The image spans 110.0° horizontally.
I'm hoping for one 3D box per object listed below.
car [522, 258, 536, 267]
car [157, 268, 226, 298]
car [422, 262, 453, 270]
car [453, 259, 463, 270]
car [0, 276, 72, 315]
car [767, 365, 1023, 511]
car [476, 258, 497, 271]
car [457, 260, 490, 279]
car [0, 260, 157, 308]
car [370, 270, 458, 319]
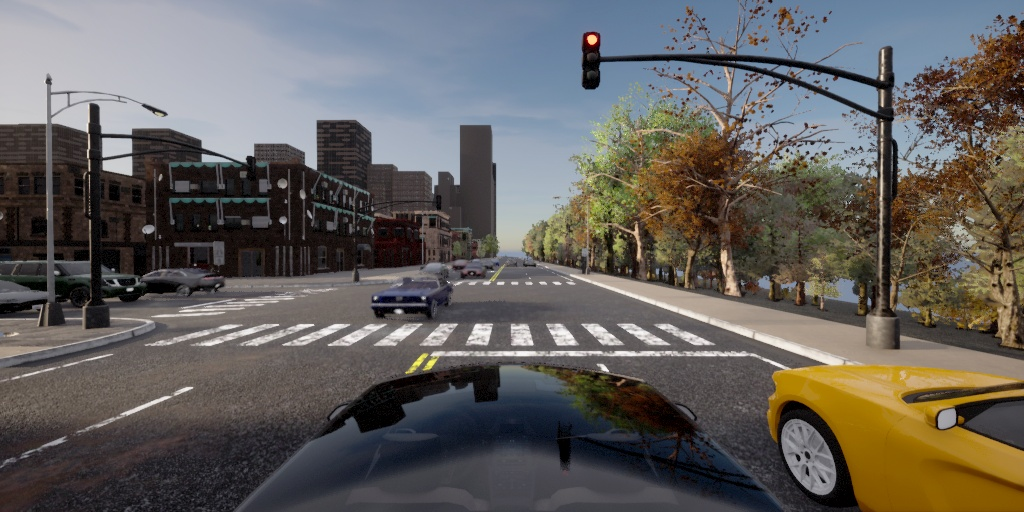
[{"bbox_3d":[3.282,1.290,64.455,1.994,1.385,4.181,0,0,1],"label":"car"},{"bbox_3d":[-18.210,1.412,19.243,4.902,1.511,2.128,-1,1,1],"label":"car"},{"bbox_3d":[-6.626,1.267,31.026,1.812,1.442,4.674,0,0,0],"label":"car"},{"bbox_3d":[-6.641,1.212,47.172,1.882,1.535,5.008,0,0,0],"label":"car"},{"bbox_3d":[-19.958,1.564,13.458,4.313,1.339,1.948,0,0,0],"label":"car"},{"bbox_3d":[3.351,1.228,1.351,1.882,1.535,5.008,0,0,0],"label":"car"},{"bbox_3d":[-3.393,1.238,48.373,1.837,1.490,4.892,0,0,0],"label":"car"},{"bbox_3d":[-3.380,1.304,32.180,1.994,1.385,4.181,0,0,0],"label":"car"},{"bbox_3d":[-20.010,1.194,16.159,5.566,2.045,2.150,-1,1,0],"label":"car"},{"bbox_3d":[-3.362,1.348,12.887,1.895,1.301,4.718,0,0,0],"label":"car"}]
